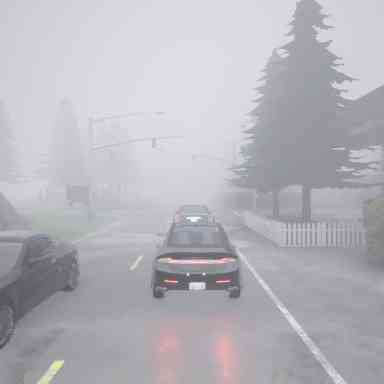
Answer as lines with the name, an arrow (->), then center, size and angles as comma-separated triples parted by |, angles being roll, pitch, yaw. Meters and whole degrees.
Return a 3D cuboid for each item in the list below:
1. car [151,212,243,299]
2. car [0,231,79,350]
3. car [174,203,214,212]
car -> 0.094, 1.492, 8.460 | 2.128, 1.511, 4.902 | 0, 0, 0
car -> -3.598, 1.526, 6.293 | 1.812, 1.442, 4.674 | 0, 0, 0
car -> 0.088, 1.352, 17.613 | 2.097, 1.767, 4.553 | 0, 0, 0
